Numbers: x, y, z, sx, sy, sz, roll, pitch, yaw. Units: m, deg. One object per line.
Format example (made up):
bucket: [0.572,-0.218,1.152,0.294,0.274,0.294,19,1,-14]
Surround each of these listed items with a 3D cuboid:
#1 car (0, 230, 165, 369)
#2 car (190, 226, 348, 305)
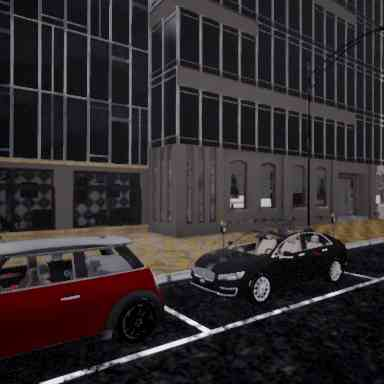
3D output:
car: [-2.520,1.438,4.757,4.097,1.590,1.967,0,0,-35]
car: [1.989,1.550,7.975,4.403,1.369,2.008,0,0,-35]
